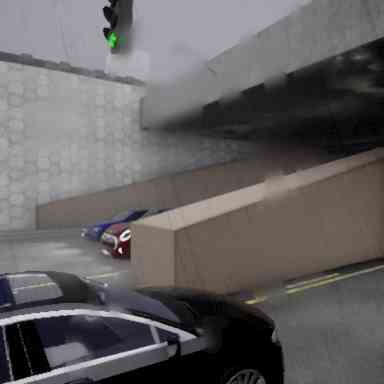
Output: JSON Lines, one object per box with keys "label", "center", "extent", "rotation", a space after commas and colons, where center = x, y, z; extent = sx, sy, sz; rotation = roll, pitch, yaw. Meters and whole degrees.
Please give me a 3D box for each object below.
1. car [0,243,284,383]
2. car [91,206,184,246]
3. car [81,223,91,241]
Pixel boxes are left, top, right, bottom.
{"label": "car", "center": [-1.273, 1.487, 2.815], "extent": [4.902, 1.511, 2.128], "rotation": [0, 0, -35]}
{"label": "car", "center": [-0.916, 1.312, 11.868], "extent": [4.553, 1.767, 2.097], "rotation": [0, 0, -35]}
{"label": "car", "center": [-2.572, 1.481, 14.981], "extent": [4.674, 1.442, 1.812], "rotation": [0, 0, -35]}
